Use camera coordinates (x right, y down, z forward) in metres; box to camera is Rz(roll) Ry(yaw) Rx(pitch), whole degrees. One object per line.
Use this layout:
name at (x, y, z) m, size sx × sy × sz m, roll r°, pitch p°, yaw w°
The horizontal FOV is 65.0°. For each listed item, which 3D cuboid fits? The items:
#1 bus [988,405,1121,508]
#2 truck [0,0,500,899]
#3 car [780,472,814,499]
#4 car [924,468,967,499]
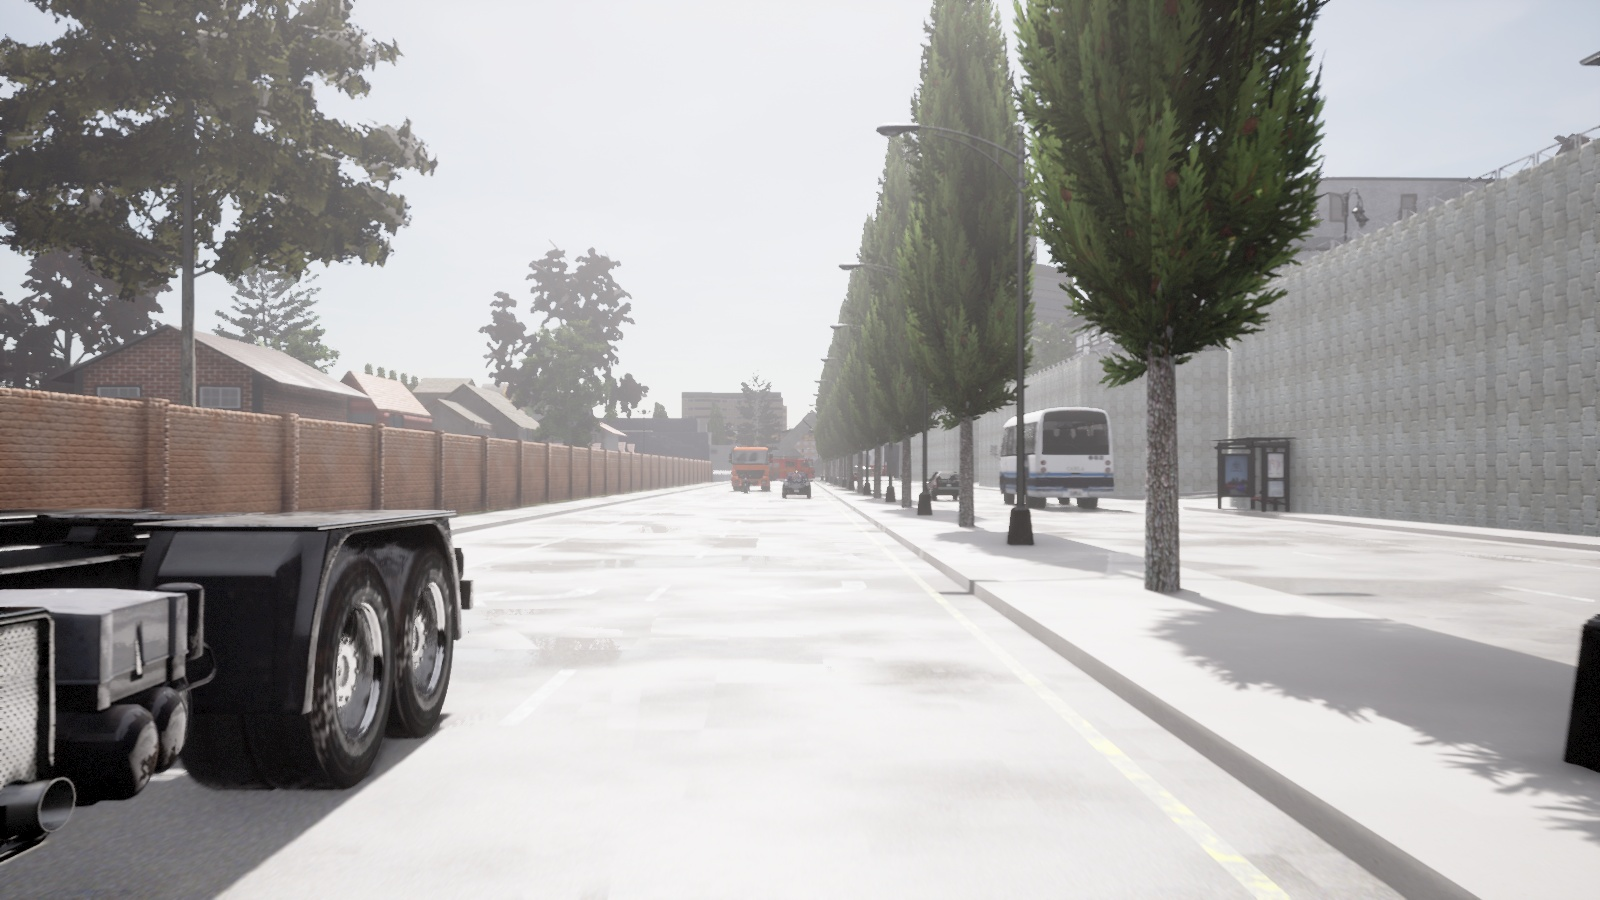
bus at (11.355, 0.347, 57.345) m, size 3.944 × 4.253 × 10.273 m, roll 0°, pitch -1°, yaw 0°
truck at (-3.515, -0.072, 4.727) m, size 2.891 × 3.462 × 7.936 m, roll 0°, pitch -1°, yaw 0°
car at (-0.174, 2.032, 71.819) m, size 1.845 × 1.501 × 3.633 m, roll 0°, pitch -1°, yaw 0°
car at (7.834, 1.816, 68.058) m, size 1.851 × 1.617 × 3.988 m, roll 0°, pitch -1°, yaw 0°
